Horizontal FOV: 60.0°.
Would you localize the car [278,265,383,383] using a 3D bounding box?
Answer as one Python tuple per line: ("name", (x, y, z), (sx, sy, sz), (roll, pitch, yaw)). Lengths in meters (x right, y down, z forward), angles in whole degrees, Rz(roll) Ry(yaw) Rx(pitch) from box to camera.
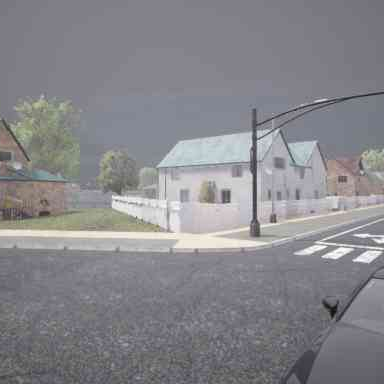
("car", (2.520, 1.524, 3.395), (1.812, 1.442, 4.674), (0, 0, 42))
